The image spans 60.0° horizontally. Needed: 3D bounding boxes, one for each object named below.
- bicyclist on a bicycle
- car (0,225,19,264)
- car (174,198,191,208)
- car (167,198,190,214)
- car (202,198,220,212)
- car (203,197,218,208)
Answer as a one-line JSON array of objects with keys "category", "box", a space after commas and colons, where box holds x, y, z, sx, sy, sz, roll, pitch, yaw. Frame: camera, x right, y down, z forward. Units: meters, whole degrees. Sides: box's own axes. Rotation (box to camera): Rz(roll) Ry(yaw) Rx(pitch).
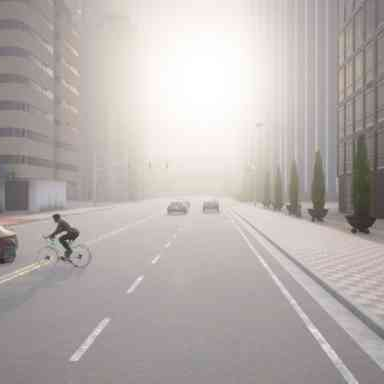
[{"category": "bicyclist on a bicycle", "box": [-3.790, 1.455, 9.778, 1.656, 1.620, 0.582, -2, 0, 3]}, {"category": "car", "box": [-6.668, 1.526, 9.145, 1.812, 1.442, 4.674, 0, 0, 3]}, {"category": "car", "box": [-1.464, 1.601, 49.335, 1.895, 1.301, 4.718, 0, 0, -8]}, {"category": "car", "box": [-1.463, 1.564, 35.524, 1.994, 1.385, 4.181, 0, 0, 4]}, {"category": "car", "box": [2.244, 1.492, 39.236, 2.128, 1.511, 4.902, 0, 0, 4]}, {"category": "car", "box": [2.773, 1.547, 49.148, 2.033, 1.411, 5.357, 0, 0, 4]}]
